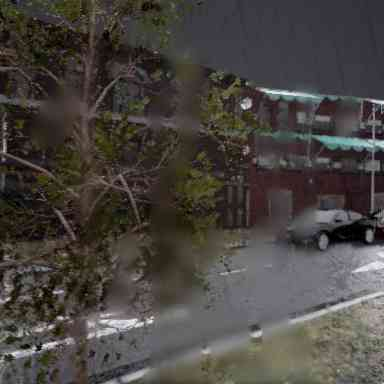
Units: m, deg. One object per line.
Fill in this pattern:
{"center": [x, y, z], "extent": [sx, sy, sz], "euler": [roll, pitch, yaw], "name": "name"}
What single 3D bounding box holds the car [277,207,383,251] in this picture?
{"center": [5.822, 1.446, 14.122], "extent": [5.008, 1.535, 2.097], "euler": [0, 0, -32], "name": "car"}
